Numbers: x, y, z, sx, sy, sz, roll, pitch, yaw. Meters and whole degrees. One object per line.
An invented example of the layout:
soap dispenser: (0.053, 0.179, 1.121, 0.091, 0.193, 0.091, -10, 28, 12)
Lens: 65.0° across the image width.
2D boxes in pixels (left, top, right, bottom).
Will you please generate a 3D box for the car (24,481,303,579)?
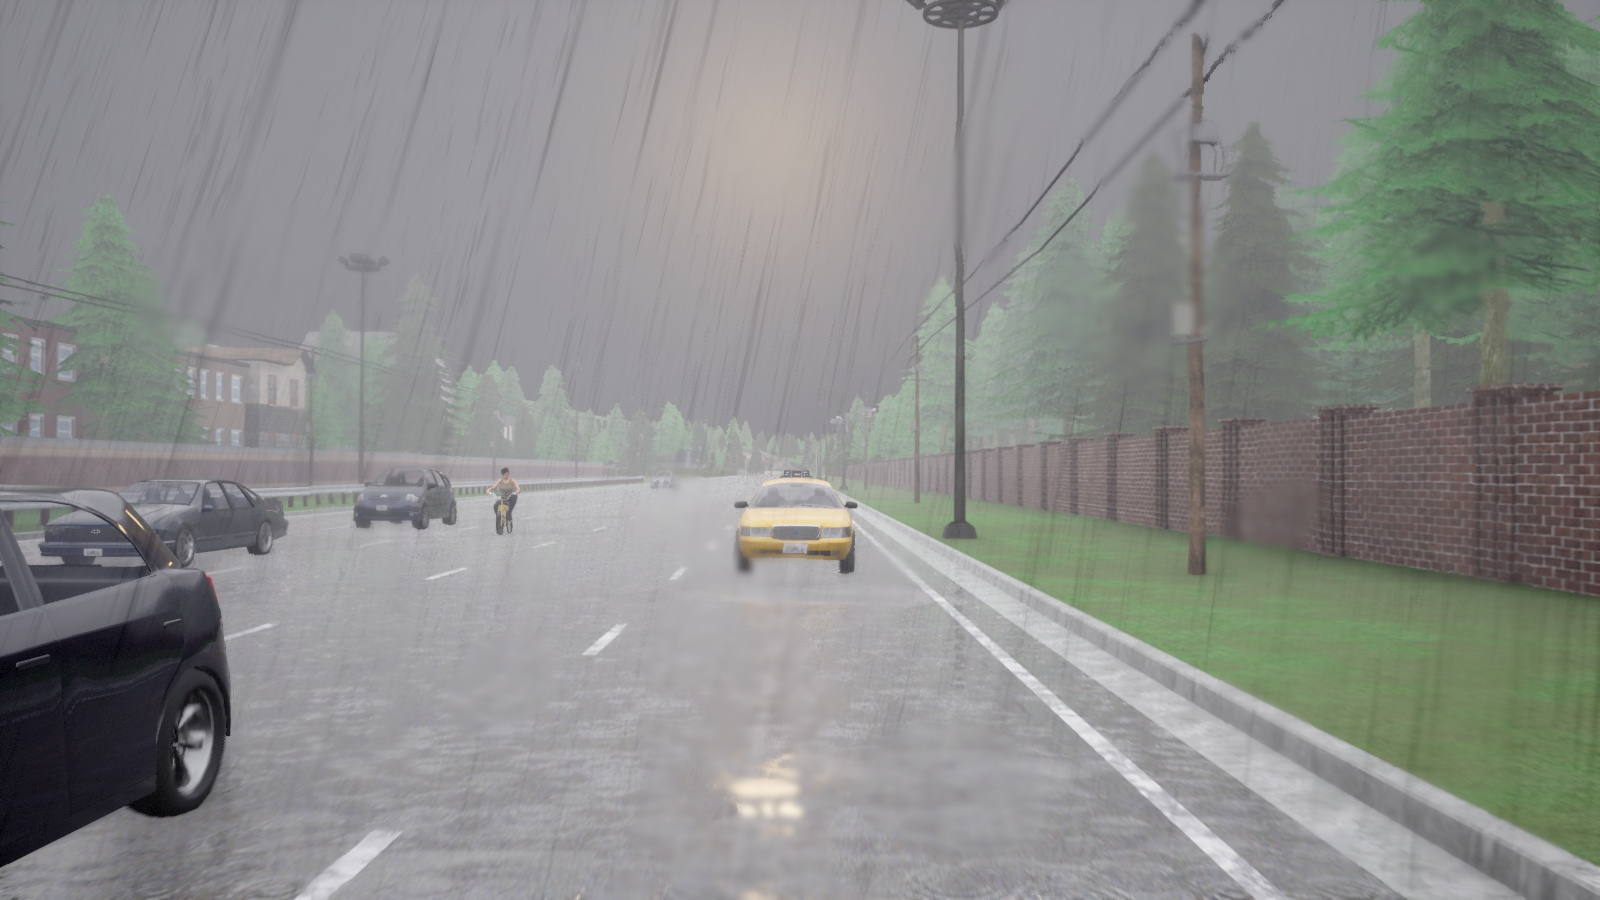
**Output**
car: (-10.551, 1.263, 21.409, 2.033, 1.411, 5.357, 0, -1, 0)

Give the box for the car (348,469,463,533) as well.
car: (-10.582, 1.324, 33.966, 1.851, 1.617, 3.988, 0, -1, 0)

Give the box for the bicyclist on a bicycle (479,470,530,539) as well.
bicyclist on a bicycle: (-7.073, 1.284, 30.115, 0.866, 1.612, 1.509, 0, -1, 0)

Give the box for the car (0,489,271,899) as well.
car: (-3.510, 0.915, 4.324, 1.845, 1.501, 3.633, 0, -1, 0)

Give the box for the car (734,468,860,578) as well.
car: (-0.050, 1.102, 20.797, 1.801, 1.575, 5.366, 0, -1, 0)
